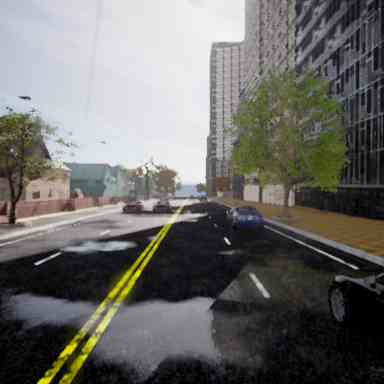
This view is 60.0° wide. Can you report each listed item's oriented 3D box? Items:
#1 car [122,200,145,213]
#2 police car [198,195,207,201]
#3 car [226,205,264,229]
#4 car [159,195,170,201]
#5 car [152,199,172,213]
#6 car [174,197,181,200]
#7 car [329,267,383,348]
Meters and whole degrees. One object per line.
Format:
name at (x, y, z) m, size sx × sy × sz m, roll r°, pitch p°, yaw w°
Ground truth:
car at (-6.582, 1.624, 37.678) m, size 1.994 × 1.385 × 4.181 m, roll 0°, pitch 0°, yaw 0°
police car at (3.255, 1.661, 92.253) m, size 1.930 × 1.638 × 5.238 m, roll 0°, pitch 0°, yaw 0°
car at (3.354, 1.575, 21.679) m, size 2.033 × 1.411 × 5.357 m, roll 0°, pitch 0°, yaw 0°
car at (-6.496, 1.397, 78.056) m, size 2.128 × 1.511 × 4.902 m, roll 0°, pitch 0°, yaw 0°
car at (-3.332, 1.624, 37.703) m, size 1.994 × 1.385 × 4.181 m, roll 0°, pitch 0°, yaw 0°
car at (-3.246, 1.392, 78.436) m, size 1.895 × 1.301 × 4.718 m, roll 0°, pitch 0°, yaw 0°
car at (3.350, 1.529, 4.040) m, size 1.812 × 1.442 × 4.674 m, roll 0°, pitch 0°, yaw 0°
